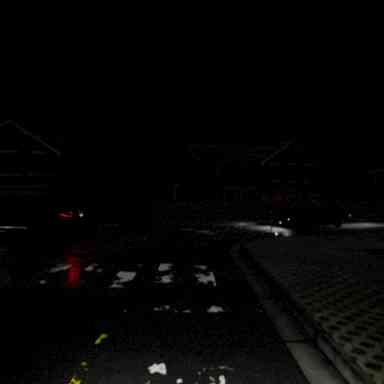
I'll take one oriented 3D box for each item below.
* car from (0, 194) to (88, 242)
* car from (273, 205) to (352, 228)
[{"bbox_3d":[-7.708,1.113,15.629,5.566,2.045,2.150,1,-1,10],"label":"car"},{"bbox_3d":[8.206,1.613,22.430,5.357,1.411,2.033,1,0,-21],"label":"car"}]
